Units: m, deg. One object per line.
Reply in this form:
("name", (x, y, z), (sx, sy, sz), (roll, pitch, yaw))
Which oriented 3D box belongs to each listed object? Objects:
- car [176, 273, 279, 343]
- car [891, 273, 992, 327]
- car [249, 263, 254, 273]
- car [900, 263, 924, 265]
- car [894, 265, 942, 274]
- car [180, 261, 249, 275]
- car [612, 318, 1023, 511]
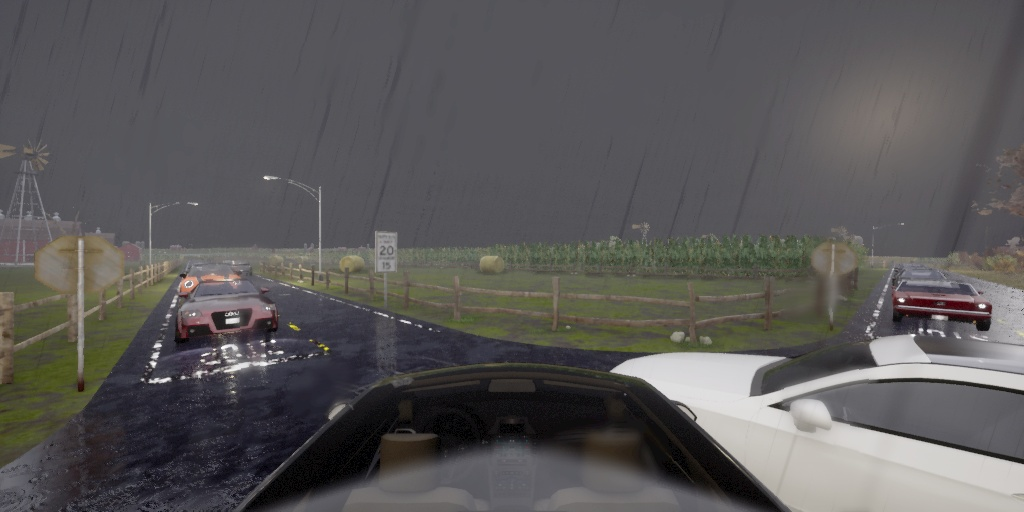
("car", (-7.955, 1.355, 9.962), (1.994, 1.385, 4.181), (0, 0, -43))
("car", (13.501, 1.398, 11.470), (4.718, 1.301, 1.895), (0, 1, -43))
("car", (-27.036, 1.282, 35.645), (2.128, 1.511, 4.902), (0, 0, -42))
("car", (27.313, 1.401, 24.310), (4.181, 1.385, 1.994), (0, 1, -43))
("car", (20.568, 1.363, 18.044), (5.357, 1.411, 2.033), (0, 1, -43))
("car", (-13.741, 1.140, 16.436), (2.097, 1.767, 4.553), (0, 0, -42))
("car", (2.836, 1.294, 2.391), (1.812, 1.442, 4.674), (0, 1, -44))
